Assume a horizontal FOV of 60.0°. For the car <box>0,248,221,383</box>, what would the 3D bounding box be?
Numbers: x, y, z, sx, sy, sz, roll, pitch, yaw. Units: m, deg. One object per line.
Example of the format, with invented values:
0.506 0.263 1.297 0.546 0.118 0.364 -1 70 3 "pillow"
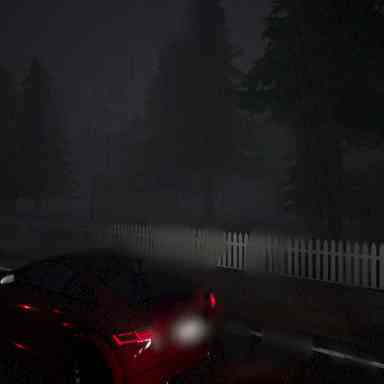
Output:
-1.675 1.564 4.975 4.181 1.385 1.994 0 0 35 "car"
